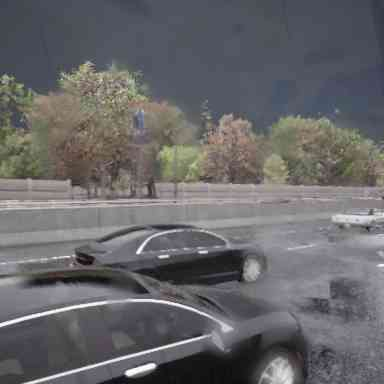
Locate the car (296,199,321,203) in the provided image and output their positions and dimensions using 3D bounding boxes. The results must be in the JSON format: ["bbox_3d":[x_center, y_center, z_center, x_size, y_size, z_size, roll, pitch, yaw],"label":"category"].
[{"bbox_3d":[15.293,1.589,40.664,4.718,1.301,1.895,0,0,-35],"label":"car"}]

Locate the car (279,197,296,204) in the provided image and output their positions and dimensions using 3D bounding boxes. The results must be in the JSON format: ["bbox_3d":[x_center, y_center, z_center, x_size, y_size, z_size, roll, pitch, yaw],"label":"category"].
[{"bbox_3d":[14.037,1.554,44.058,4.181,1.385,1.994,0,0,-35],"label":"car"}]

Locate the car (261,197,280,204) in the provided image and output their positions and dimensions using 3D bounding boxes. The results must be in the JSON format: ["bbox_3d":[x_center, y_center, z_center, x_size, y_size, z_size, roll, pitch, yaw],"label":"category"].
[{"bbox_3d":[11.899,1.467,46.831,5.008,1.535,1.882,0,0,-35],"label":"car"}]

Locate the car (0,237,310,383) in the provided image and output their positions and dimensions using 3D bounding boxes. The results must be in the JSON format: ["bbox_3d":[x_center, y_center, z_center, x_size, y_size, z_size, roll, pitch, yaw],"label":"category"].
[{"bbox_3d":[-0.908,1.504,3.103,4.892,1.490,1.837,0,0,-35],"label":"car"}]

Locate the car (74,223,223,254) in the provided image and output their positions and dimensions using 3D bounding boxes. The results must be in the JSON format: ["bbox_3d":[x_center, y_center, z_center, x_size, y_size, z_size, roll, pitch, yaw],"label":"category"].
[{"bbox_3d":[-0.294,1.501,7.834,4.892,1.490,1.837,0,0,-35],"label":"car"}]

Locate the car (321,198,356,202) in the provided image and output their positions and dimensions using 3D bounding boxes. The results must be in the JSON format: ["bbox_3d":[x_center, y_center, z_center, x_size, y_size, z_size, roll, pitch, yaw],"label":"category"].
[{"bbox_3d":[17.126,1.493,37.677,4.892,1.490,1.837,0,0,-35],"label":"car"}]

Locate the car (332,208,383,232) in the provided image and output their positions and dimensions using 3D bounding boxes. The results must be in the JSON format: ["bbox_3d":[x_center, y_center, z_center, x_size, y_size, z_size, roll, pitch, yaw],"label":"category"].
[{"bbox_3d":[10.478,1.586,19.811,4.718,1.301,1.895,0,0,-36],"label":"car"}]
